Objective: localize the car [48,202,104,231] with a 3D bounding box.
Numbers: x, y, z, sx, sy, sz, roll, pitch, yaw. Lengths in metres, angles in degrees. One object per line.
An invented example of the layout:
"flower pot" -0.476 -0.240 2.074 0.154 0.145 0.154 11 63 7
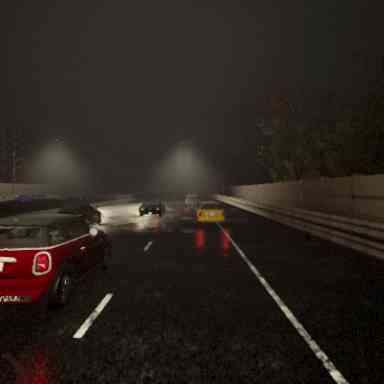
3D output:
"car" -6.900 1.399 20.316 1.812 1.442 4.674 0 0 0

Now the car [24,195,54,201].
"car" -21.082 1.224 46.886 2.128 1.511 4.902 0 0 0

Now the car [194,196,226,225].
"car" 1.225 1.317 22.608 1.801 1.575 5.366 0 0 0

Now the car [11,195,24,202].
"car" -24.563 1.201 48.845 1.882 1.535 5.008 0 0 0

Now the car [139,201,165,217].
"car" -3.398 1.427 29.274 1.895 1.301 4.718 0 0 0

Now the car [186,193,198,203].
"car" -0.002 1.010 62.557 2.097 1.767 4.553 0 0 0

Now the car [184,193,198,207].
"car" 0.036 1.270 45.057 1.812 1.442 4.674 0 0 1

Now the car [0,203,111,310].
"car" -3.400 1.298 7.868 2.097 1.767 4.553 0 0 0

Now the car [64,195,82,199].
"car" -17.572 1.229 49.145 1.837 1.490 4.892 0 0 0
